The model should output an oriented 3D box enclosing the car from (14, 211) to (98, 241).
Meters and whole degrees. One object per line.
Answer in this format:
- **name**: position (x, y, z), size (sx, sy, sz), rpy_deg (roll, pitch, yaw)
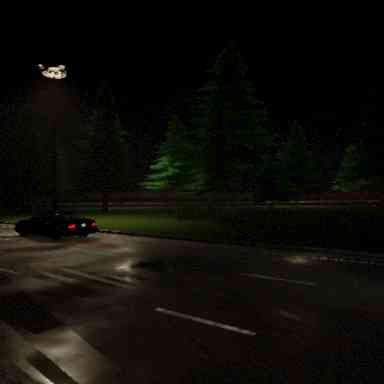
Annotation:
- **car**: position (-7.395, 1.719, 17.865), size (5.357, 1.411, 2.033), rpy_deg (-1, 0, 35)
